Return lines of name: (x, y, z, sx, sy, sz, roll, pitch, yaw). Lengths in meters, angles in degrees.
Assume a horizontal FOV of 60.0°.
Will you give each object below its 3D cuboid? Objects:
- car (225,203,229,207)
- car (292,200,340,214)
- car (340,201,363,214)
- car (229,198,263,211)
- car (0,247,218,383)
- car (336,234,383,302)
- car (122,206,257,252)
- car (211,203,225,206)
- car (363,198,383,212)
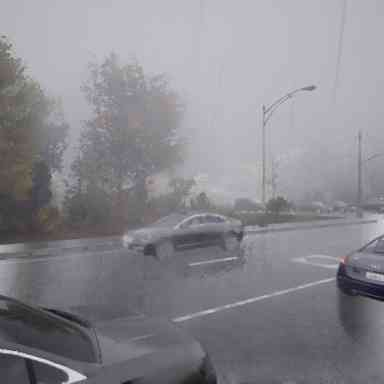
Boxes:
car: (6.476, 2.562, 55.376, 2.128, 1.511, 4.902, 0, -3, -32)
car: (13.559, 1.741, 37.556, 2.128, 1.511, 4.902, 0, -2, -32)
car: (16.739, 1.741, 39.058, 2.128, 1.511, 4.902, 0, -2, -34)
car: (8.154, 1.840, 46.133, 2.150, 2.045, 5.566, 0, -3, -32)
car: (-2.016, 1.504, 2.308, 4.892, 1.490, 1.837, 0, 0, -36)
car: (5.129, 1.574, 7.412, 4.181, 1.385, 1.994, 0, 0, -34)
car: (-0.195, 1.498, 12.430, 4.902, 1.511, 2.128, 0, 0, -35)
car: (2.822, 2.480, 54.613, 2.097, 1.767, 4.553, 0, -3, -32)
car: (23.107, 1.609, 42.385, 2.097, 1.767, 4.553, 0, -1, -32)
